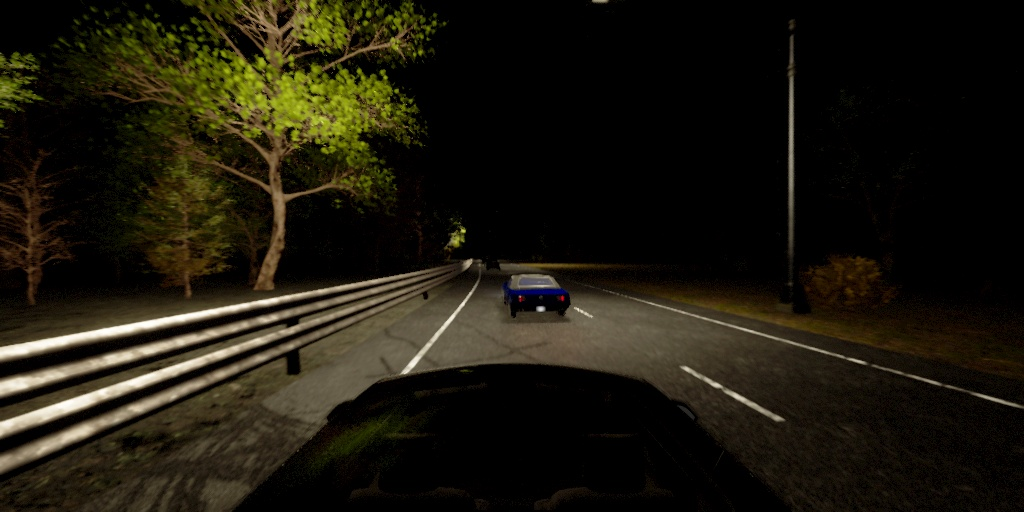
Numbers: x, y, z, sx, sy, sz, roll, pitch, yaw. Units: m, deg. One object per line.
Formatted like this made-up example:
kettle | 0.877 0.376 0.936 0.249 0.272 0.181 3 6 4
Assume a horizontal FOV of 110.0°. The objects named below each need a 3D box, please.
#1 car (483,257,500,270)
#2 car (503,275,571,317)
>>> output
car | -2.663 1.192 49.986 2.033 1.411 5.357 0 0 -5
car | 0.692 1.333 13.200 1.895 1.301 4.718 0 0 -5
